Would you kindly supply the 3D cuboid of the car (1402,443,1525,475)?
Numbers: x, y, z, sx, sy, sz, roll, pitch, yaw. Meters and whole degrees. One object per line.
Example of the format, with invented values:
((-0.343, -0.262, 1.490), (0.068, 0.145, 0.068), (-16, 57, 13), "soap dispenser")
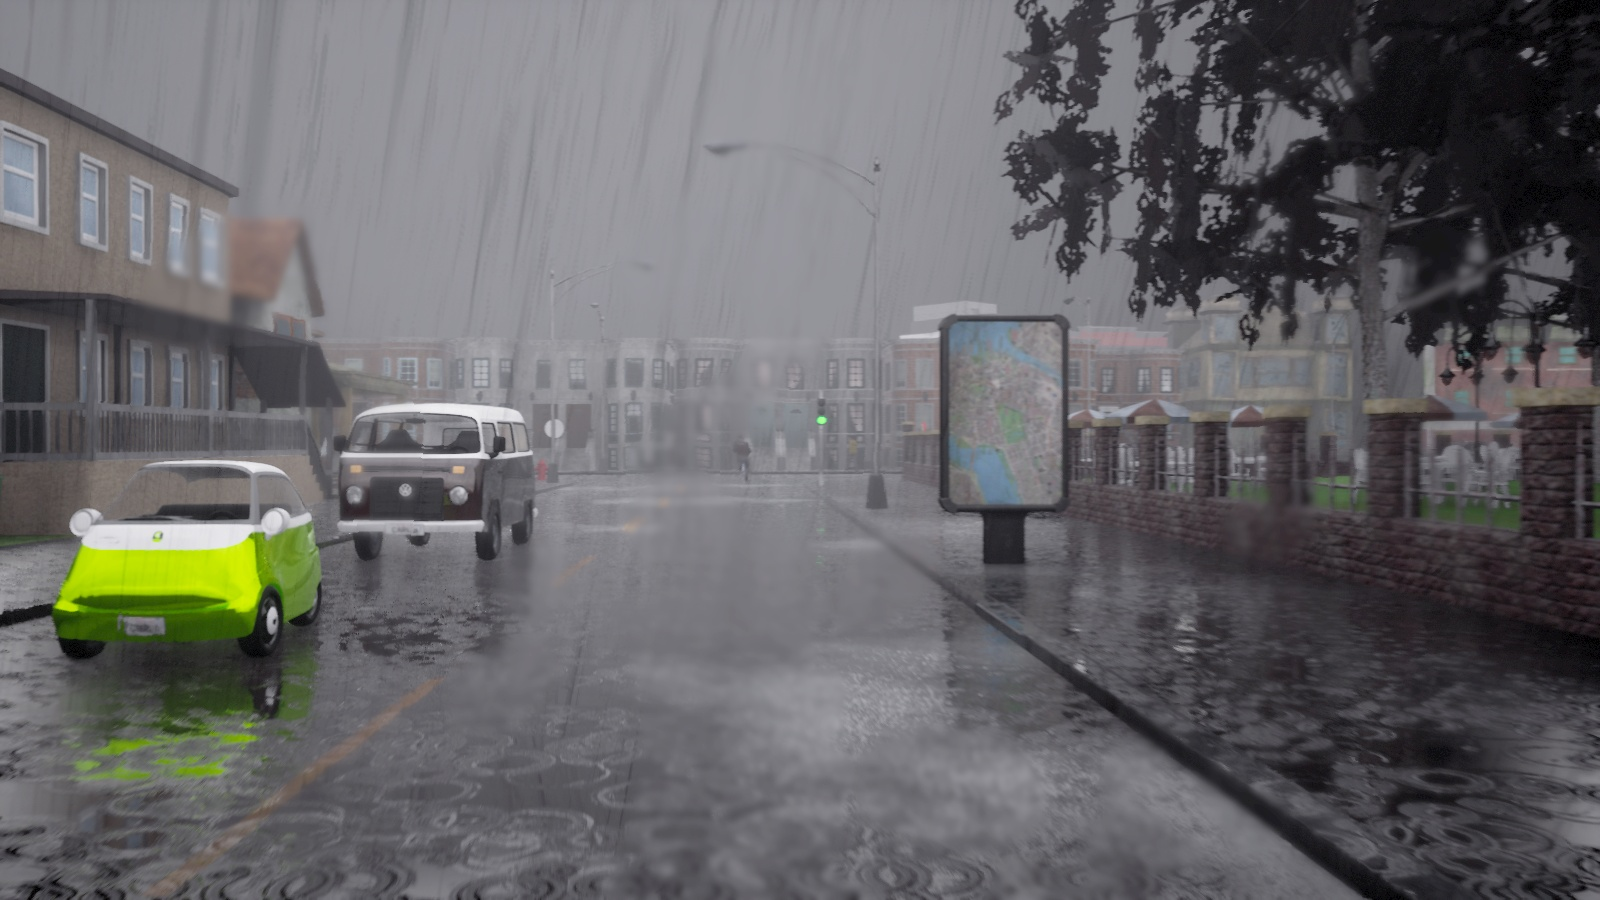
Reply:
((31.248, 0.429, 59.213), (4.892, 1.490, 1.837), (0, 0, -2), "car")

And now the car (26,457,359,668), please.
((-4.390, 0.746, 9.385), (1.481, 1.376, 2.207), (0, 0, -2), "car")

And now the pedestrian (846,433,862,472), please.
((2.573, 0.118, 60.104), (0.431, 1.840, 0.709), (0, 0, -39), "pedestrian")

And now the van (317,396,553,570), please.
((-4.727, 0.372, 17.002), (2.069, 2.038, 4.480), (0, 0, -3), "van")
